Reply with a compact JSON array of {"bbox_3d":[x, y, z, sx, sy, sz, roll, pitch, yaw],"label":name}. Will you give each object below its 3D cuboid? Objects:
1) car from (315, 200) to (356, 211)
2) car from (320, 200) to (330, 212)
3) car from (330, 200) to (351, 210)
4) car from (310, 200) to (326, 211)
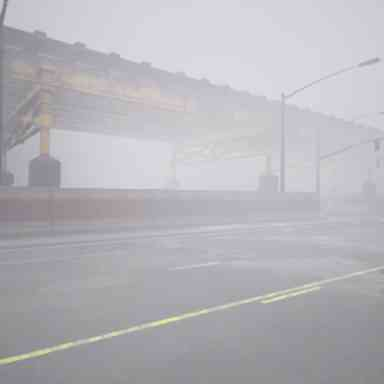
[{"bbox_3d":[20.462,1.953,47.611,4.974,1.542,2.038,1,0,-7],"label":"car"},{"bbox_3d":[16.551,1.893,43.852,2.038,1.542,4.974,0,0,18],"label":"car"},{"bbox_3d":[20.412,1.795,47.605,4.536,1.218,1.853,1,0,-7],"label":"car"},{"bbox_3d":[16.569,1.736,43.902,1.853,1.218,4.536,0,0,18],"label":"car"}]
